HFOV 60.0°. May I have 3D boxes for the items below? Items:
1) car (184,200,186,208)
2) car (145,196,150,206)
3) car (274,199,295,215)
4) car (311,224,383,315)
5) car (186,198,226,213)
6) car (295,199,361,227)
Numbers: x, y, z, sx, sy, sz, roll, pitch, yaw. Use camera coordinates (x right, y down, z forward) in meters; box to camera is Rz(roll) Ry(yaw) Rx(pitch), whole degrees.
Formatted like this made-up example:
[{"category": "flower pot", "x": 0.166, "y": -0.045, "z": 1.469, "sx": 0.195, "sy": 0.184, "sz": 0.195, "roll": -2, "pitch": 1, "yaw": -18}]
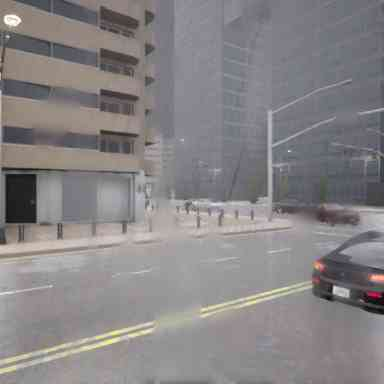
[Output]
[{"category": "car", "x": 0.702, "y": 1.471, "z": 44.172, "sx": 1.812, "sy": 1.442, "sz": 4.674, "roll": 0, "pitch": 0, "yaw": -35}, {"category": "car", "x": -8.520, "y": 1.164, "z": 51.225, "sx": 2.150, "sy": 2.045, "sz": 5.566, "roll": 0, "pitch": 0, "yaw": -35}, {"category": "car", "x": 9.957, "y": 1.449, "z": 31.282, "sx": 1.837, "sy": 1.490, "sz": 4.892, "roll": 0, "pitch": 0, "yaw": -36}, {"category": "car", "x": 4.409, "y": 1.526, "z": 6.961, "sx": 4.674, "sy": 1.442, "sz": 1.812, "roll": 0, "pitch": 0, "yaw": -35}, {"category": "car", "x": 1.695, "y": 1.470, "z": 36.718, "sx": 1.812, "sy": 1.442, "sz": 4.674, "roll": 0, "pitch": 0, "yaw": -35}, {"category": "car", "x": 9.342, "y": 1.447, "z": 22.787, "sx": 1.882, "sy": 1.535, "sz": 5.008, "roll": 1, "pitch": 0, "yaw": -11}]
